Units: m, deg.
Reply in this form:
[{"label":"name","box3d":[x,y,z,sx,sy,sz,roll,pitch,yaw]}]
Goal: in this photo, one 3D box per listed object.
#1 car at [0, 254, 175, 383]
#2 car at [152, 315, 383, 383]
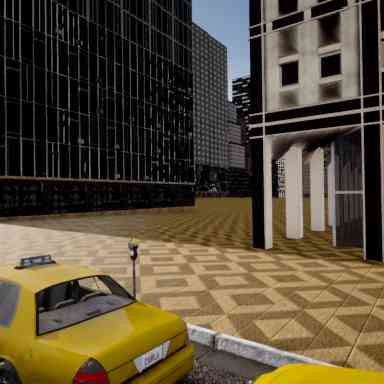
[{"label":"car","box3d":[-2.256,1.527,4.487,4.829,1.417,1.752,0,-1,35]},{"label":"car","box3d":[2.247,1.525,1.291,4.829,1.417,1.752,0,-1,35]}]
